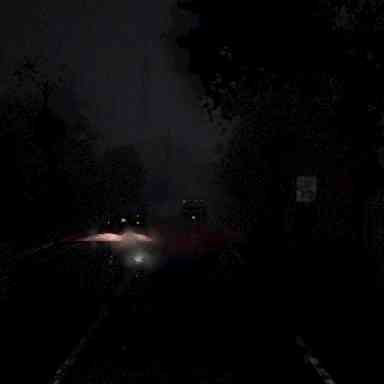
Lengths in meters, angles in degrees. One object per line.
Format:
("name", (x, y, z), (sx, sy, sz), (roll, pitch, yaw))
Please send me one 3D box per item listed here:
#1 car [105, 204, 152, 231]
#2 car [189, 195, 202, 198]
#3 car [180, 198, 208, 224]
("car", (-3.326, 1.322, 18.158), (1.994, 1.385, 4.181), (1, -4, 0))
("car", (0.525, 1.107, 41.798), (2.097, 1.767, 4.553), (0, 0, 3))
("car", (0.115, 1.441, 24.315), (2.128, 1.511, 4.902), (0, 1, 0))
